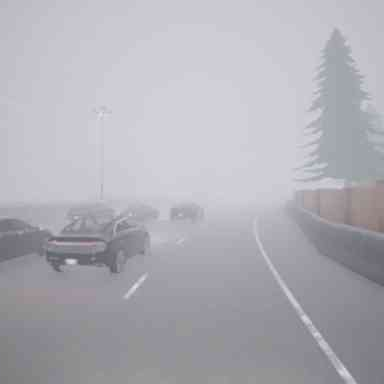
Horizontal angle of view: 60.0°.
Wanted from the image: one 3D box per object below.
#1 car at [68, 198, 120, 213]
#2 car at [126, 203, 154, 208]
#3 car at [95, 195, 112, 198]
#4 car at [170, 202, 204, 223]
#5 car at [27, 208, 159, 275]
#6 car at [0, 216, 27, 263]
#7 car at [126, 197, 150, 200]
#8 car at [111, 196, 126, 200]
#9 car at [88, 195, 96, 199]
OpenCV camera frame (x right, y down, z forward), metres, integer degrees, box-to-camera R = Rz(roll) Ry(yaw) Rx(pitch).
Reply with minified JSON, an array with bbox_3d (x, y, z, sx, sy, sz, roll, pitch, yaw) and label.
[{"bbox_3d":[-7.525,1.495,25.304,1.837,1.490,4.892,0,0,12],"label":"car"},{"bbox_3d":[-3.937,1.556,25.369,1.994,1.385,4.181,0,0,12],"label":"car"},{"bbox_3d":[-14.915,1.470,61.341,2.128,1.511,4.902,0,0,23],"label":"car"},{"bbox_3d":[-0.289,1.473,25.743,1.882,1.535,5.008,0,0,12],"label":"car"},{"bbox_3d":[-2.688,1.488,10.540,2.128,1.511,4.902,0,0,6],"label":"car"},{"bbox_3d":[-6.219,1.497,10.438,1.837,1.490,4.892,0,0,6],"label":"car"},{"bbox_3d":[-8.775,1.529,58.026,2.033,1.411,5.357,0,0,23],"label":"car"},{"bbox_3d":[-11.840,1.579,59.667,1.895,1.301,4.718,0,0,23],"label":"car"},{"bbox_3d":[-17.877,1.325,63.350,2.097,1.767,4.553,0,0,23],"label":"car"}]
